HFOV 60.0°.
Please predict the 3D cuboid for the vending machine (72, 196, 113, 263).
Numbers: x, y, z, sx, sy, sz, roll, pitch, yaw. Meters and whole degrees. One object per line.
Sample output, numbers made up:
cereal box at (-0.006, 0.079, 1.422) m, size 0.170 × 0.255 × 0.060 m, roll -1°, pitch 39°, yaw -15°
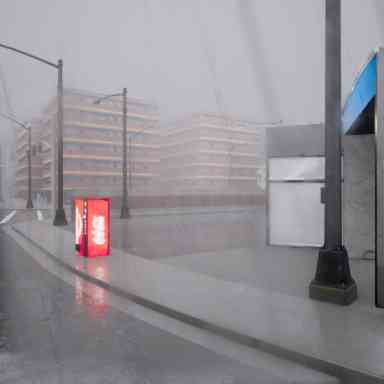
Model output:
vending machine at (-3.361, 1.195, 11.256) m, size 1.100 × 2.100 × 0.880 m, roll 0°, pitch 0°, yaw -36°
